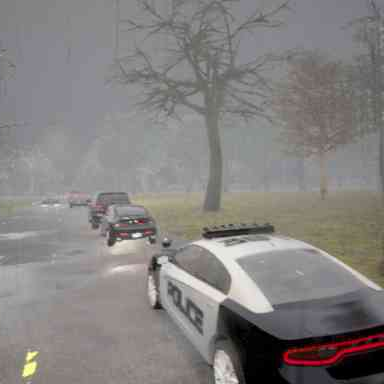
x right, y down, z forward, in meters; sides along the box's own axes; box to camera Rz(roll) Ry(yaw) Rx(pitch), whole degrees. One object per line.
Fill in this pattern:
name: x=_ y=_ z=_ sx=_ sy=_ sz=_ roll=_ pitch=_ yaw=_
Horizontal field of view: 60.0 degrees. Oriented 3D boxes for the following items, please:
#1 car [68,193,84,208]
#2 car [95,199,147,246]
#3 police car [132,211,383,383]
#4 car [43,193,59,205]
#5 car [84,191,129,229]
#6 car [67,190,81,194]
car: x=-13.759 y=1.136 z=40.212 sx=1.994 sy=1.385 sz=4.181 roll=-2 pitch=1 yaw=-20
car: x=-2.858 y=1.285 z=14.217 sx=1.837 sy=1.490 sz=4.892 roll=-2 pitch=1 yaw=-21
police car: x=0.634 y=1.295 z=4.960 sx=1.930 sy=1.638 sz=5.238 roll=-2 pitch=1 yaw=-21
car: x=-21.462 y=0.942 z=50.622 sx=2.097 sy=1.767 sz=4.553 roll=-2 pitch=1 yaw=-21
car: x=-4.994 y=0.950 z=19.852 sx=2.150 sy=2.045 sz=5.566 roll=-2 pitch=1 yaw=-21
car: x=-18.520 y=0.690 z=52.724 sx=2.150 sy=2.045 sz=5.566 roll=-2 pitch=1 yaw=-21
